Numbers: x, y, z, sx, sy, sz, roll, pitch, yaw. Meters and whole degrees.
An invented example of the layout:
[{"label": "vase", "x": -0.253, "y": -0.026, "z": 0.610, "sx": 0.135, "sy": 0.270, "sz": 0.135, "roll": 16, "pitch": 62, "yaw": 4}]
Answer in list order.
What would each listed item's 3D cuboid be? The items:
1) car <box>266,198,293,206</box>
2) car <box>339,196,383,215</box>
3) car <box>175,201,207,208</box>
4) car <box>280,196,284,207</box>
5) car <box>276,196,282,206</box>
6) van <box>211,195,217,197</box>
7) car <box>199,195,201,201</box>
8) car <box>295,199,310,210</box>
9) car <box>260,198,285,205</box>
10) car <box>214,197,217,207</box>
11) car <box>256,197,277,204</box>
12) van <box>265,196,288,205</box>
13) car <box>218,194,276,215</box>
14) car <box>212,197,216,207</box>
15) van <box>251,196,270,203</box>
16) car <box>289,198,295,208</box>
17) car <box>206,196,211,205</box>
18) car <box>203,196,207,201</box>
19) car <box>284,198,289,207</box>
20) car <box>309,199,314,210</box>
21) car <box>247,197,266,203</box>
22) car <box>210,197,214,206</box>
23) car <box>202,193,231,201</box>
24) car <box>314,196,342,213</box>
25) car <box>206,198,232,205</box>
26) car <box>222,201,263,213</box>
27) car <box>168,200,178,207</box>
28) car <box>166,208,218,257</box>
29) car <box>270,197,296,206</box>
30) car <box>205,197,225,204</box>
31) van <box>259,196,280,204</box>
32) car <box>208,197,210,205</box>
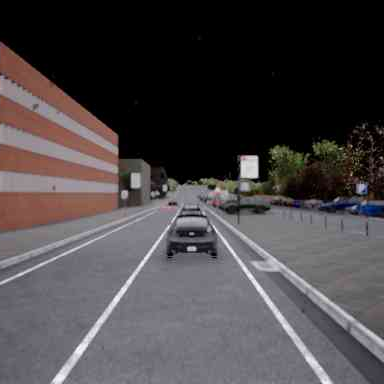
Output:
[{"label": "car", "x": 18.197, "y": 2.043, "z": 69.462, "sx": 5.008, "sy": 1.535, "sz": 2.097, "roll": 0, "pitch": 0, "yaw": -1}, {"label": "car", "x": 18.751, "y": 1.615, "z": 35.452, "sx": 4.553, "sy": 1.767, "sz": 2.185, "roll": 0, "pitch": 0, "yaw": -1}, {"label": "car", "x": -0.059, "y": 1.779, "z": 28.502, "sx": 2.128, "sy": 1.511, "sz": 4.902, "roll": 0, "pitch": 0, "yaw": 0}, {"label": "car", "x": 18.428, "y": 1.979, "z": 58.046, "sx": 4.792, "sy": 1.488, "sz": 2.163, "roll": 0, "pitch": -1, "yaw": -1}, {"label": "car", "x": 18.350, "y": 1.973, "z": 60.993, "sx": 5.008, "sy": 1.535, "sz": 2.097, "roll": 0, "pitch": 0, "yaw": -1}, {"label": "van", "x": 5.951, "y": 1.722, "z": 57.747, "sx": 4.442, "sy": 1.987, "sz": 1.878, "roll": 0, "pitch": 0, "yaw": -1}, {"label": "car", "x": 5.169, "y": 2.215, "z": 94.492, "sx": 4.674, "sy": 1.452, "sz": 2.002, "roll": 0, "pitch": 1, "yaw": -1}, {"label": "car", "x": 18.549, "y": 1.880, "z": 49.575, "sx": 4.892, "sy": 1.521, "sz": 2.231, "roll": 0, "pitch": -1, "yaw": -1}, {"label": "car", "x": 18.098, "y": 2.090, "z": 74.983, "sx": 4.892, "sy": 1.521, "sz": 2.231, "roll": 0, "pitch": 0, "yaw": -1}, {"label": "car", "x": 5.985, "y": 1.917, "z": 49.266, "sx": 4.674, "sy": 1.452, "sz": 2.002, "roll": 0, "pitch": 0, "yaw": -1}, {"label": "car", "x": 17.958, "y": 2.011, "z": 80.754, "sx": 4.553, "sy": 1.767, "sz": 2.185, "roll": 0, "pitch": 0, "yaw": -1}, {"label": "van", "x": 18.258, "y": 1.840, "z": 72.162, "sx": 4.442, "sy": 1.987, "sz": 1.878, "roll": 0, "pitch": 0, "yaw": -1}, {"label": "car", "x": 6.165, "y": 1.523, "z": 37.968, "sx": 5.566, "sy": 2.045, "sz": 2.435, "roll": 0, "pitch": -1, "yaw": -1}, {"label": "car", "x": 5.939, "y": 1.941, "z": 52.092, "sx": 4.674, "sy": 1.452, "sz": 2.002, "roll": 0, "pitch": 0, "yaw": -1}, {"label": "van", "x": 17.772, "y": 1.957, "z": 86.277, "sx": 4.442, "sy": 1.987, "sz": 1.878, "roll": 0, "pitch": 0, "yaw": -1}, {"label": "car", "x": 18.496, "y": 1.902, "z": 52.399, "sx": 5.008, "sy": 1.535, "sz": 2.097, "roll": 0, "pitch": 0, "yaw": -1}, {"label": "car", "x": 5.917, "y": 1.991, "z": 63.396, "sx": 5.366, "sy": 1.575, "sz": 1.946, "roll": 0, "pitch": 0, "yaw": -1}, {"label": "car", "x": 5.494, "y": 2.014, "z": 66.215, "sx": 5.366, "sy": 1.575, "sz": 1.946, "roll": 0, "pitch": 0, "yaw": -1}, {"label": "car", "x": 18.445, "y": 1.926, "z": 55.222, "sx": 5.008, "sy": 1.535, "sz": 2.097, "roll": 0, "pitch": -1, "yaw": -1}, {"label": "car", "x": 18.666, "y": 1.830, "z": 43.930, "sx": 4.892, "sy": 1.521, "sz": 2.231, "roll": 0, "pitch": -1, "yaw": -1}, {"label": "car", "x": 17.783, "y": 2.197, "z": 92.057, "sx": 5.008, "sy": 1.535, "sz": 2.097, "roll": 0, "pitch": 1, "yaw": -1}, {"label": "car", "x": 5.856, "y": 1.954, "z": 54.917, "sx": 4.792, "sy": 1.488, "sz": 2.163, "roll": 0, "pitch": 0, "yaw": -1}, {"label": "car", "x": 5.554, "y": 1.836, "z": 74.696, "sx": 5.566, "sy": 2.045, "sz": 2.435, "roll": 0, "pitch": 0, "yaw": -1}, {"label": "car", "x": 18.681, "y": 1.553, "z": 41.232, "sx": 5.566, "sy": 2.045, "sz": 2.435, "roll": 0, "pitch": -1, "yaw": -1}, {"label": "car", "x": 5.763, "y": 2.061, "z": 71.872, "sx": 5.366, "sy": 1.575, "sz": 1.946, "roll": 0, "pitch": 0, "yaw": -1}, {"label": "car", "x": 6.139, "y": 1.841, "z": 40.790, "sx": 4.674, "sy": 1.452, "sz": 2.002, "roll": 0, "pitch": -1, "yaw": -1}, {"label": "car", "x": -3.688, "y": 2.154, "z": 64.533, "sx": 1.895, "sy": 1.301, "sz": 4.718, "roll": 0, "pitch": 0, "yaw": 0}, {"label": "car", "x": 0.004, "y": 1.645, "z": 13.489, "sx": 1.837, "sy": 1.490, "sz": 4.892, "roll": 0, "pitch": 0, "yaw": 0}, {"label": "car", "x": 18.273, "y": 1.894, "z": 66.640, "sx": 4.553, "sy": 1.767, "sz": 2.185, "roll": 0, "pitch": 0, "yaw": -1}, {"label": "car", "x": 5.455, "y": 2.009, "z": 80.345, "sx": 4.553, "sy": 1.767, "sz": 2.185, "roll": 0, "pitch": 0, "yaw": -1}, {"label": "van", "x": 18.159, "y": 1.887, "z": 77.811, "sx": 4.442, "sy": 1.987, "sz": 1.878, "roll": 0, "pitch": -1, "yaw": -1}, {"label": "car", "x": 5.780, "y": 2.011, "z": 60.567, "sx": 4.674, "sy": 1.452, "sz": 2.002, "roll": 0, "pitch": 0, "yaw": -1}]
